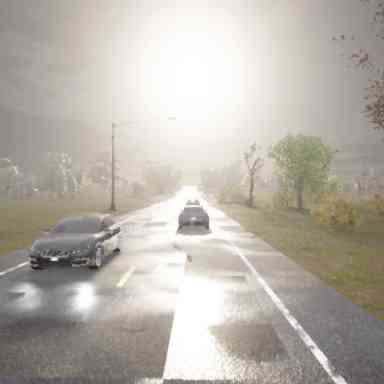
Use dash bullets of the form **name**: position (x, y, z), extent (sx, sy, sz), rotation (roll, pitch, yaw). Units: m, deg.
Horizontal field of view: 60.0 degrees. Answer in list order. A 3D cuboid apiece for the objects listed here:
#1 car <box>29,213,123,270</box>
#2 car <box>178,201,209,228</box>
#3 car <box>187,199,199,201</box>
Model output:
- **car**: position (-3.590, 1.505, 11.114), extent (1.837, 1.490, 4.892), rotation (0, 0, 0)
- **car**: position (0.110, 1.561, 21.979), extent (1.994, 1.385, 4.181), rotation (0, 0, 0)
- **car**: position (0.119, 1.534, 40.304), extent (2.033, 1.411, 5.357), rotation (0, 0, 0)
